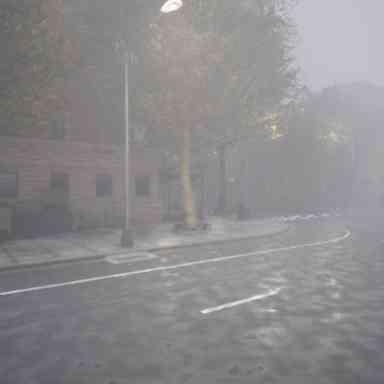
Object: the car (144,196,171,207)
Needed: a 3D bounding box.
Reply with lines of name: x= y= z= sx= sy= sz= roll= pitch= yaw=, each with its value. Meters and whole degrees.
car: x=-5.143 y=1.401 z=48.947 sx=1.837 sy=1.490 sz=4.892 roll=0 pitch=0 yaw=-35
